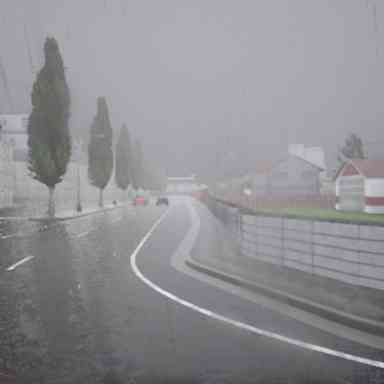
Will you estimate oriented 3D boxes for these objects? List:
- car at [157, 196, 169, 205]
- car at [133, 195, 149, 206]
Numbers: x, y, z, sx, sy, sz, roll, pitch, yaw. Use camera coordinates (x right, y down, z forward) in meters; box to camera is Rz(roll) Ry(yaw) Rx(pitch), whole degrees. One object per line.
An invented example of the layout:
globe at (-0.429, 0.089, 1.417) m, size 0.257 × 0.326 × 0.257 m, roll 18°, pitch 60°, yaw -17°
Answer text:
car at (-4.985, 1.496, 57.044) m, size 1.837 × 1.490 × 4.892 m, roll 0°, pitch 0°, yaw -1°
car at (-8.449, 1.354, 55.410) m, size 2.097 × 1.767 × 4.553 m, roll 0°, pitch 0°, yaw -1°
